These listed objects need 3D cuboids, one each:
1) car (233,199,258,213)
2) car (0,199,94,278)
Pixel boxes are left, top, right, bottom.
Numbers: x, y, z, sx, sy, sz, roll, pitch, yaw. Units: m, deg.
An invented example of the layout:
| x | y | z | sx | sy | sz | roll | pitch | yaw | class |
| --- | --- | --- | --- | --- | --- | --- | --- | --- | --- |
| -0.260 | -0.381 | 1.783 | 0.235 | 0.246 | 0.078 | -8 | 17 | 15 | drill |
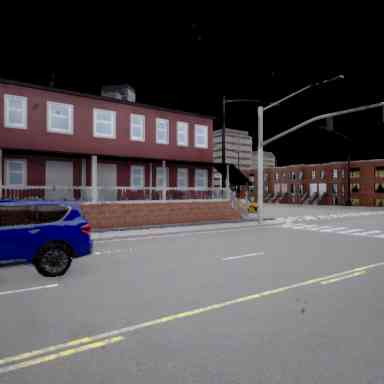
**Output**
| x | y | z | sx | sy | sz | roll | pitch | yaw | class |
| --- | --- | --- | --- | --- | --- | --- | --- | --- | --- |
| 5.534 | 1.501 | 37.278 | 1.882 | 1.535 | 5.008 | 0 | 0 | -36 | car |
| -5.446 | 1.222 | 8.698 | 5.566 | 2.045 | 2.150 | 0 | 0 | -35 | car |
